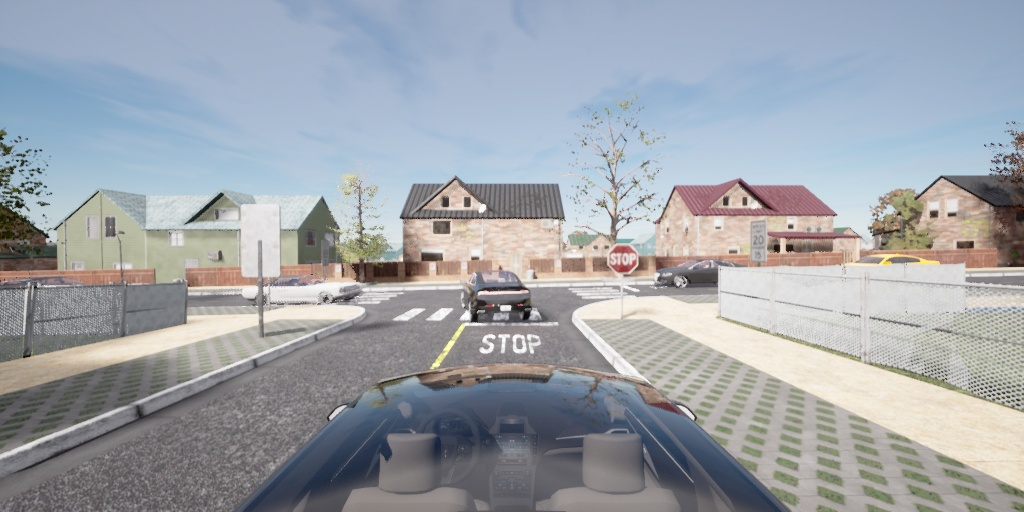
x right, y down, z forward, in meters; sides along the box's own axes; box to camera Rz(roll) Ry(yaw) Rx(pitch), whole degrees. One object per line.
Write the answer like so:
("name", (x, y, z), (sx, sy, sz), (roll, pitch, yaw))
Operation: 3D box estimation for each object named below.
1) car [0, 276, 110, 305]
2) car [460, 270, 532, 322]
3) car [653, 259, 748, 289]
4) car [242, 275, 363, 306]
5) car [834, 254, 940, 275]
("car", (-21.562, 1.720, 16.665), (4.902, 1.511, 2.128), (-1, 1, 0))
("car", (-0.676, 1.238, 12.317), (2.128, 1.511, 4.902), (0, 0, -12))
("car", (10.349, 0.919, 19.714), (4.902, 1.511, 2.128), (-1, 1, 0))
("car", (-9.467, 1.545, 16.452), (4.718, 1.301, 1.895), (-1, 1, 5))
("car", (20.389, 0.669, 19.743), (5.008, 1.535, 1.882), (-1, 1, 0))
